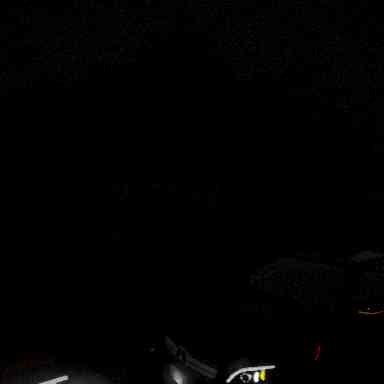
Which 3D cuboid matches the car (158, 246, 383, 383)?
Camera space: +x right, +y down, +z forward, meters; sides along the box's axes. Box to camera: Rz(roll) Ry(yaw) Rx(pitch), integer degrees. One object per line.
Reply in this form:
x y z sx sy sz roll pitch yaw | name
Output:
1.803 1.533 4.518 4.674 1.442 1.812 0 0 -34 | car
